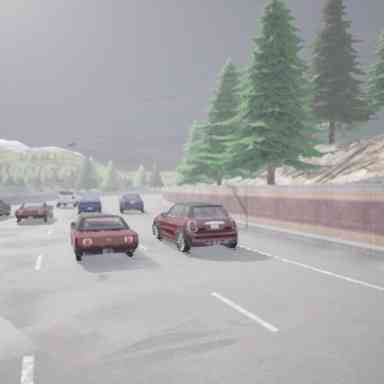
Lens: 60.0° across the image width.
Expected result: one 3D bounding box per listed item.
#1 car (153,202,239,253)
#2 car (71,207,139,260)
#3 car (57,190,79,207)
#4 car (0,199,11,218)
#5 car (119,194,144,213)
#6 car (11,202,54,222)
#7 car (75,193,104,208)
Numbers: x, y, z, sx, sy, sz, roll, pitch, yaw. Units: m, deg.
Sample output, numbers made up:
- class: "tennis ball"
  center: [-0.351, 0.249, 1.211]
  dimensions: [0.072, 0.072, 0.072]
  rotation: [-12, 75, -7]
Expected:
- class: "car"
  center: [-0.040, 1.176, 13.244]
  dimensions: [2.097, 1.767, 4.553]
  rotation: [0, 1, -22]
- class: "car"
  center: [-3.322, 1.451, 11.942]
  dimensions: [1.895, 1.301, 4.718]
  rotation: [0, 1, -22]
- class: "car"
  center: [-14.572, 0.735, 39.801]
  dimensions: [2.150, 2.045, 5.566]
  rotation: [0, 1, -9]
- class: "car"
  center: [-14.879, 1.191, 24.610]
  dimensions: [1.882, 1.535, 5.008]
  rotation: [0, 1, -15]
- class: "car"
  center: [-5.736, 0.954, 31.220]
  dimensions: [2.097, 1.767, 4.553]
  rotation: [0, 1, -14]
- class: "car"
  center: [-10.895, 1.321, 23.306]
  dimensions: [1.895, 1.301, 4.718]
  rotation: [0, 1, -16]
- class: "car"
  center: [-8.788, 1.118, 28.945]
  dimensions: [1.882, 1.535, 5.008]
  rotation: [0, 1, -15]
